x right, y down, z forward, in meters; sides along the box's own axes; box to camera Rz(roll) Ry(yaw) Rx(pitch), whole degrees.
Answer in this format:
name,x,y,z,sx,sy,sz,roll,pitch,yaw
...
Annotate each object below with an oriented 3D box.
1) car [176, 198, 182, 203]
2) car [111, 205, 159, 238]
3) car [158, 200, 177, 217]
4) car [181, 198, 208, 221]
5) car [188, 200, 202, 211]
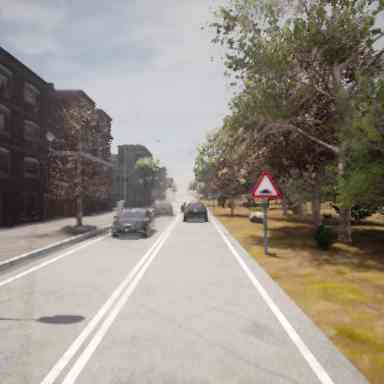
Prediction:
name,x,y,z,sx,sy,sz,roll,pitch,yaw
car,-2.702,2.071,78.720,1.882,1.535,5.008,0,0,0
car,-3.232,1.698,19.027,1.837,1.490,4.892,0,-1,1
car,-2.987,1.856,36.198,1.837,1.490,4.892,0,-1,1
car,0.331,1.650,30.264,2.097,1.767,4.553,0,-1,1
car,0.489,1.951,48.823,1.837,1.490,4.892,0,0,2
